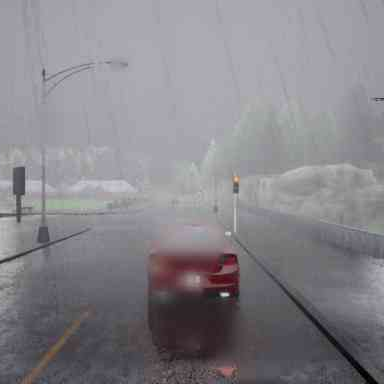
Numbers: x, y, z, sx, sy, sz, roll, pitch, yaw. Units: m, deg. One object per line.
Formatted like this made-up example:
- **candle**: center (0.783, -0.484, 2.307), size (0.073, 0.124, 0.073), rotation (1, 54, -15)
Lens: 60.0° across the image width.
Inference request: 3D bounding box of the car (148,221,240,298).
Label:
- **car**: center (0.053, 1.478, 8.591), size (1.882, 1.535, 5.008), rotation (0, 0, 0)

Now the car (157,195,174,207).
- **car**: center (-4.132, 1.526, 50.822), size (1.812, 1.442, 4.674), rotation (0, 0, 0)

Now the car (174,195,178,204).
- **car**: center (-4.125, 1.526, 60.740), size (1.812, 1.442, 4.674), rotation (0, 0, 1)

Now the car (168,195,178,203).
- **car**: center (-4.052, 1.500, 70.905), size (1.837, 1.490, 4.892), rotation (0, 0, 0)
